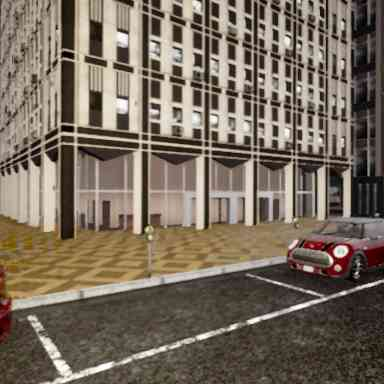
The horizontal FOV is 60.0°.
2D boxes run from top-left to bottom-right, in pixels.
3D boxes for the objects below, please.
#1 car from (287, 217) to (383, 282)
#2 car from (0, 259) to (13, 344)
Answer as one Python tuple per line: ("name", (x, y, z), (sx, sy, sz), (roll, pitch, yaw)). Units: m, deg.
("car", (4.688, 1.513, 9.921), (4.097, 1.590, 1.967), (1, -1, -36))
("car", (-4.581, 1.300, 3.294), (5.009, 1.841, 2.192), (1, -1, -36))
